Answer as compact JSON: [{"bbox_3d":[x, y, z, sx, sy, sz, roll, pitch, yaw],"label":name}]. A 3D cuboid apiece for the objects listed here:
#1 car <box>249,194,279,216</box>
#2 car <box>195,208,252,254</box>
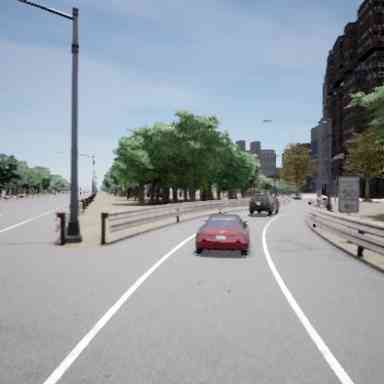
[{"bbox_3d":[7.340,1.247,33.576,2.150,2.045,5.566,0,0,24],"label":"car"},{"bbox_3d":[1.344,1.575,13.672,1.994,1.385,4.181,0,0,10],"label":"car"}]
